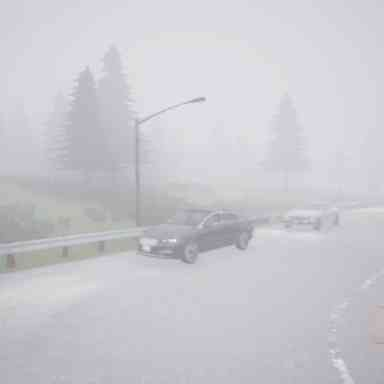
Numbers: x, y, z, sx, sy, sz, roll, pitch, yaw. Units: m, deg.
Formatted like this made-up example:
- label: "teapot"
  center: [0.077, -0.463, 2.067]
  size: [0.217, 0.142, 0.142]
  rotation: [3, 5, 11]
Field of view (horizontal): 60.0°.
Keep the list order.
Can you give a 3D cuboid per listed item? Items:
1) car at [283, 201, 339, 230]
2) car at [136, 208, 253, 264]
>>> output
- label: "car"
  center: [6.952, 1.248, 19.064]
  size: [1.812, 1.442, 4.674]
  rotation: [0, 1, 42]
- label: "car"
  center: [0.285, 1.349, 11.524]
  size: [2.128, 1.511, 4.902]
  rotation: [0, 1, 41]
